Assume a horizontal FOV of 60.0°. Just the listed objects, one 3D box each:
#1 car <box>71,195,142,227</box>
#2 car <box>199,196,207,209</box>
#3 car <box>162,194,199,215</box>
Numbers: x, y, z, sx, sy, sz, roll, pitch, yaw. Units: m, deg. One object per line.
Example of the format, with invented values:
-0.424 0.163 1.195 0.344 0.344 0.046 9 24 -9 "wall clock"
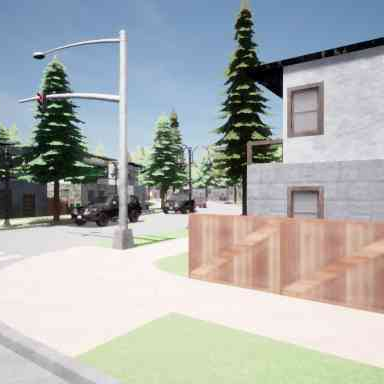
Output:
-5.735 1.202 23.142 2.150 2.045 5.566 0 0 27 "car"
0.949 1.333 46.157 2.097 1.767 4.553 0 0 6 "car"
-1.248 1.205 34.450 2.150 2.045 5.566 0 0 16 "car"
